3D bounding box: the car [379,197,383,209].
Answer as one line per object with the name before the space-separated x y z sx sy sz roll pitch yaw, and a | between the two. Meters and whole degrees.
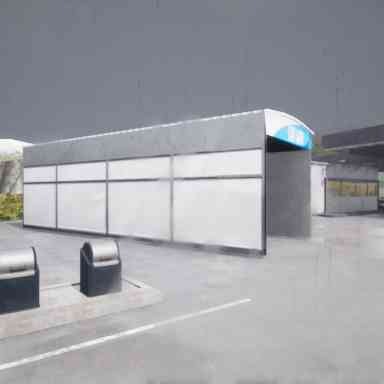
car | 25.113 1.480 43.923 4.611 1.667 2.242 0 0 -37
